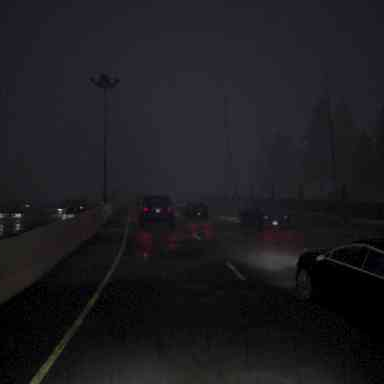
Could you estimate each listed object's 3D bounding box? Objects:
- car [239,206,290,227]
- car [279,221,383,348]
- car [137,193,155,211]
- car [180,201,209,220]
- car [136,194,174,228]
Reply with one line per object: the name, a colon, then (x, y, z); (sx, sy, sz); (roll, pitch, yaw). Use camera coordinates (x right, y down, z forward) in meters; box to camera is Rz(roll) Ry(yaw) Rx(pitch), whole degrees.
car: (4.656, 1.575, 22.245); (1.895, 1.301, 4.718); (0, 0, -9)
car: (3.241, 1.480, 5.241); (2.128, 1.511, 4.902); (0, 0, -3)
car: (-5.903, 1.211, 42.155); (2.150, 2.045, 5.566); (0, 0, -10)
car: (0.125, 1.474, 27.934); (2.128, 1.511, 4.902); (0, 0, -10)
car: (-2.503, 1.214, 22.632); (2.150, 2.045, 5.566); (0, 0, -10)
